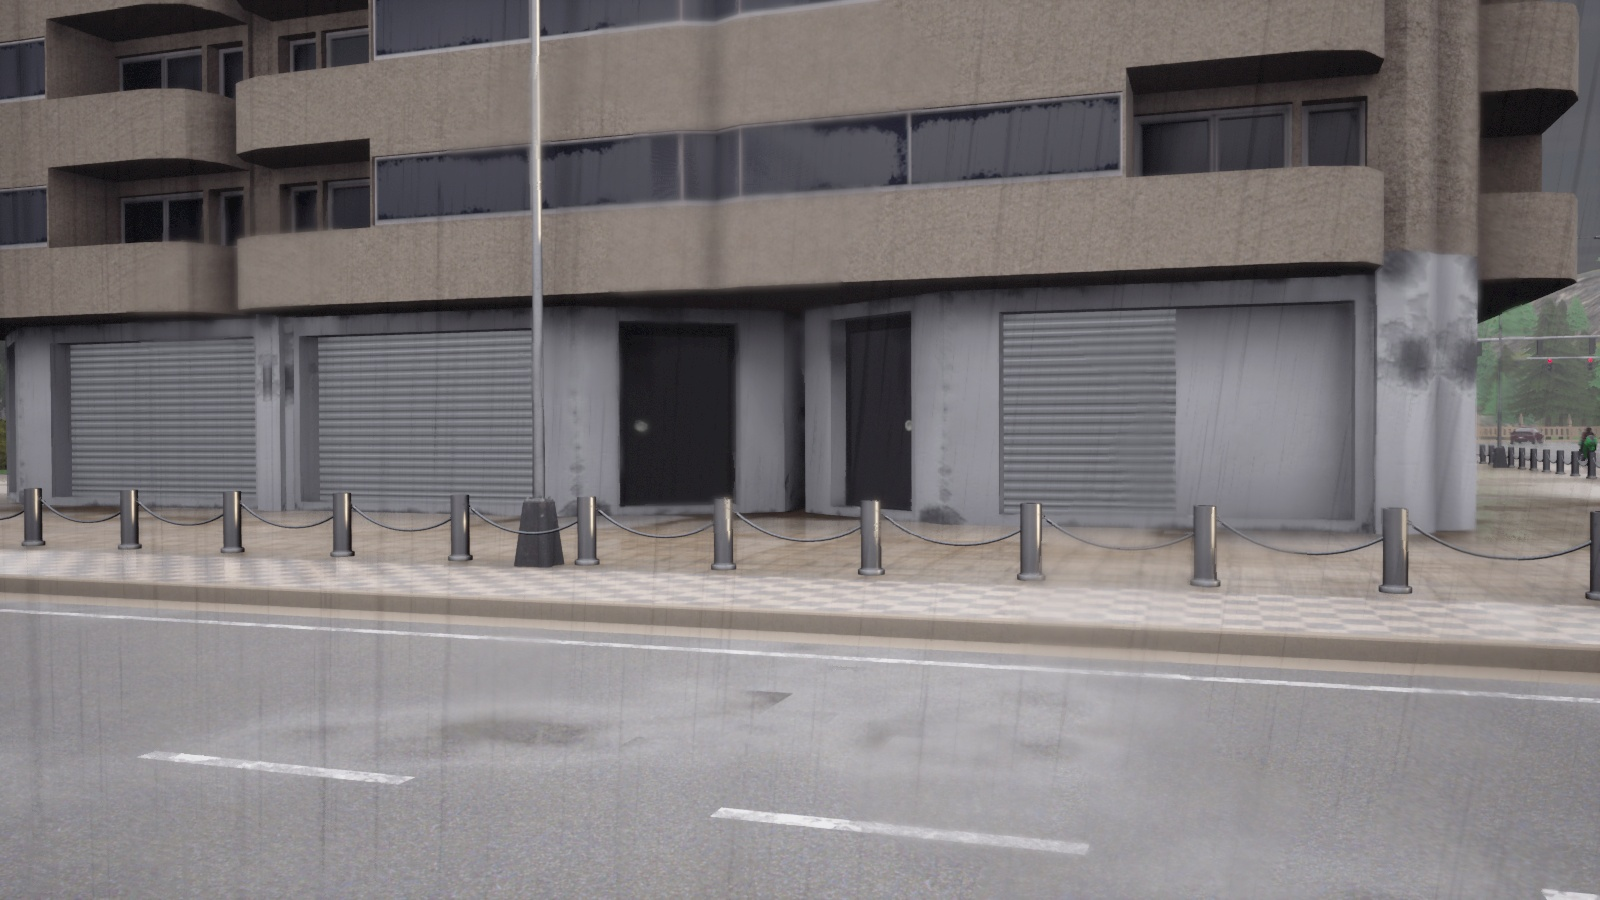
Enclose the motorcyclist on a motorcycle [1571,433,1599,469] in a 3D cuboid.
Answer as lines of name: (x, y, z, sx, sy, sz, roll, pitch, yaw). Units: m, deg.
motorcyclist on a motorcycle: (33.573, 0.023, 53.470, 0.797, 1.523, 2.044, 1, 1, 19)
